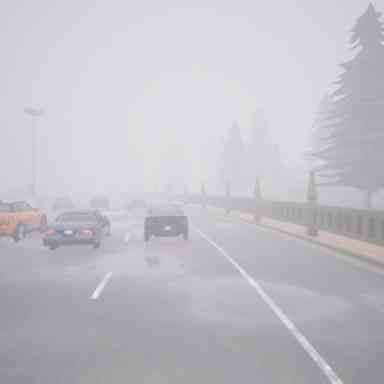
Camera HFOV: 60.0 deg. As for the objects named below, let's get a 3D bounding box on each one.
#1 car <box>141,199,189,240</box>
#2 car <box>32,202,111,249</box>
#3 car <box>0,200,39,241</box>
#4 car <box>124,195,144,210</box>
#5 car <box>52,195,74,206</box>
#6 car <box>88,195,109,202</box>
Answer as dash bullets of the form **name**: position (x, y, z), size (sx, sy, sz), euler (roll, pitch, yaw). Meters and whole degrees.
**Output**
- **car**: position (-1.328, 1.263, 15.729), size (1.882, 1.535, 5.008), euler (0, 1, -8)
- **car**: position (-4.488, 1.365, 13.634), size (2.033, 1.411, 5.357), euler (0, 1, -8)
- **car**: position (-8.351, 1.152, 15.344), size (2.097, 1.767, 4.553), euler (0, 1, -8)
- **car**: position (-5.882, 1.064, 34.312), size (1.812, 1.442, 4.674), euler (0, 1, -19)
- **car**: position (-13.015, 1.048, 33.584), size (2.128, 1.511, 4.902), euler (0, 1, -19)
- **car**: position (-9.792, 1.012, 34.952), size (1.882, 1.535, 5.008), euler (0, 1, -19)
